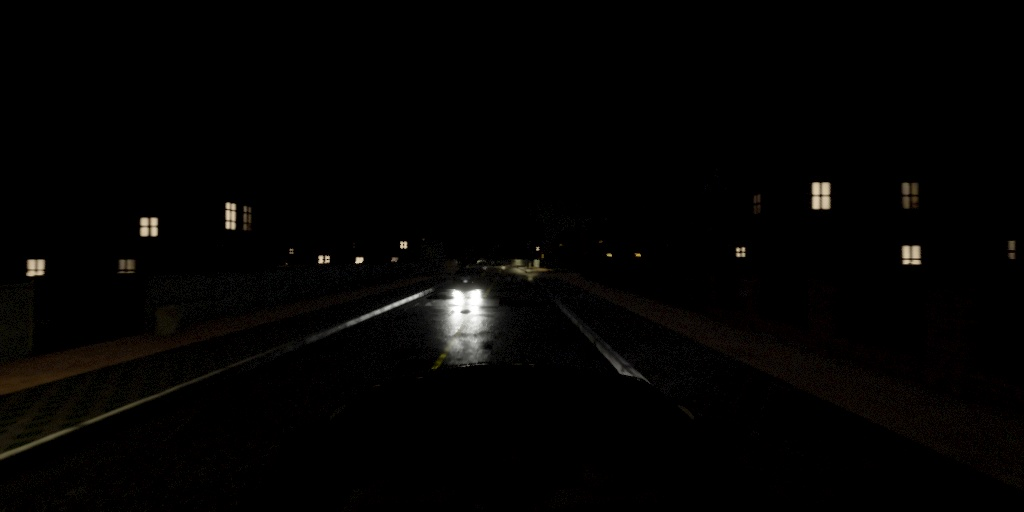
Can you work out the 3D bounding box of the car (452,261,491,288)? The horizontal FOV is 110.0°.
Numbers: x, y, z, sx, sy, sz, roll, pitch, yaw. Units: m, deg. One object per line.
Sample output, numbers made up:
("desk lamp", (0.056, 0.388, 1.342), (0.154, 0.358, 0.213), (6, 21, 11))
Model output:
("car", (-2.814, 1.275, 24.222), (2.128, 1.511, 4.902), (0, 0, 0))
